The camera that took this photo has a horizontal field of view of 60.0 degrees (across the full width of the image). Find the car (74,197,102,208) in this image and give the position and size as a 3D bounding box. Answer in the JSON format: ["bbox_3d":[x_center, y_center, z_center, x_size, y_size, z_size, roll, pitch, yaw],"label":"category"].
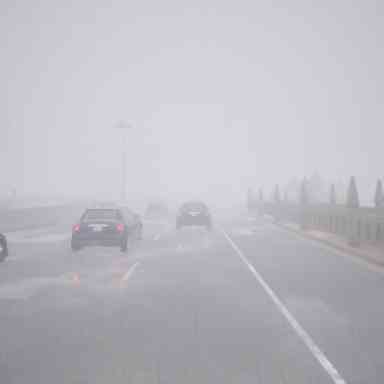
[{"bbox_3d":[-15.579,1.511,50.121,1.837,1.490,4.892,0,0,11],"label":"car"}]

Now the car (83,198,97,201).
[{"bbox_3d":[-6.878,1.507,26.809,1.837,1.490,4.892,0,0,0],"label":"car"}]

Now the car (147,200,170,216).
[{"bbox_3d":[-3.280,1.506,32.247,1.837,1.490,4.892,0,0,2],"label":"car"}]

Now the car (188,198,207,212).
[{"bbox_3d":[0.712,1.479,39.522,1.882,1.535,5.008,0,0,5],"label":"car"}]

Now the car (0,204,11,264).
[{"bbox_3d":[-6.897,1.353,8.746,2.097,1.767,4.553,0,0,0],"label":"car"}]

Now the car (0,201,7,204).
[{"bbox_3d":[-20.833,1.567,34.630,1.994,1.385,4.181,0,0,3],"label":"car"}]

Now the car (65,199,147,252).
[{"bbox_3d":[-3.394,1.353,14.114,2.097,1.767,4.553,0,0,0],"label":"car"}]

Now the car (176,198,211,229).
[{"bbox_3d":[0.111,1.353,21.594,2.097,1.767,4.553,0,0,0],"label":"car"}]

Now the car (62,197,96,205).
[{"bbox_3d":[-13.575,1.550,39.067,2.033,1.411,5.357,0,0,5],"label":"car"}]
